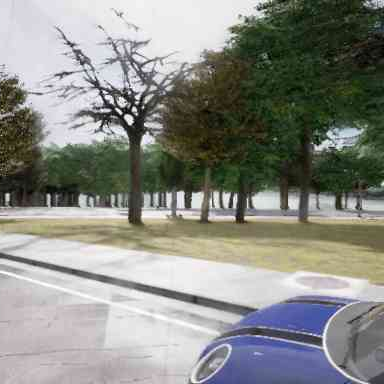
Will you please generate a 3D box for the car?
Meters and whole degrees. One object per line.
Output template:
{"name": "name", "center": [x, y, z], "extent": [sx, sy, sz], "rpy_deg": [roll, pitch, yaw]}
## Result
{"name": "car", "center": [2.135, 1.352, 2.162], "extent": [4.553, 1.767, 2.097], "rpy_deg": [0, 0, 35]}
